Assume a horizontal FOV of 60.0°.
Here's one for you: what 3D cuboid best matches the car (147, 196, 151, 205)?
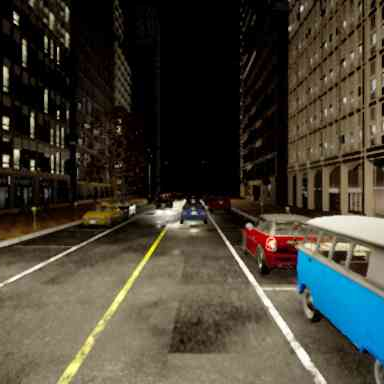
[{"bbox_3d":[-5.676,1.184,50.082,2.008,1.369,4.403,0,0,0],"label":"car"}]

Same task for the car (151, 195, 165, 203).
[{"bbox_3d":[-5.675,1.154,55.774,1.947,1.339,4.313,0,0,0],"label":"car"}]

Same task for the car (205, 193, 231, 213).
[{"bbox_3d":[2.702,1.078,32.990,2.192,1.841,5.009,0,0,0],"label":"car"}]

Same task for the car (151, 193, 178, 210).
[{"bbox_3d":[-3.085,1.215,38.345,2.128,1.511,4.902,0,0,0],"label":"car"}]

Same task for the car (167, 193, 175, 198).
[{"bbox_3d":[-5.667,0.854,89.926,1.887,1.381,4.507,0,0,0],"label":"car"}]

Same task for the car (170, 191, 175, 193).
[{"bbox_3d":[-5.670,0.955,78.542,2.008,1.369,4.403,0,0,0],"label":"car"}]

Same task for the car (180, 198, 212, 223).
[{"bbox_3d":[0.107,1.380,23.631,2.033,1.411,5.357,0,0,0],"label":"car"}]

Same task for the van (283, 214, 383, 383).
[{"bbox_3d":[2.694,1.309,4.531,1.690,1.788,3.998,0,0,0],"label":"van"}]

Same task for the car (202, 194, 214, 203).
[{"bbox_3d":[2.706,1.112,55.929,1.752,1.417,4.829,0,0,0],"label":"car"}]

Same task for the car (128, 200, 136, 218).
[{"bbox_3d":[-5.682,1.356,27.313,2.008,1.369,4.403,0,0,0],"label":"car"}]

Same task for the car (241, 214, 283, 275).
[{"bbox_3d":[2.695,1.369,10.223,1.967,1.590,4.097,0,0,0],"label":"car"}]

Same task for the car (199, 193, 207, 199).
[{"bbox_3d":[2.712,0.923,84.220,1.947,1.339,4.313,0,0,0],"label":"car"}]

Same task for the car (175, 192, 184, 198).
[{"bbox_3d":[-2.983,0.612,78.755,1.895,1.301,4.718,0,0,0],"label":"car"}]

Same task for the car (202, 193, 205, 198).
[{"bbox_3d":[2.704,0.992,44.374,2.192,1.841,5.009,0,0,0],"label":"car"}]

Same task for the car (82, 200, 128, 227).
[{"bbox_3d":[-5.683,1.373,21.450,1.752,1.417,4.829,0,0,0],"label":"car"}]

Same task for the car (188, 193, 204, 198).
[{"bbox_3d":[0.110,1.247,41.418,2.033,1.411,5.357,0,0,0],"label":"car"}]
